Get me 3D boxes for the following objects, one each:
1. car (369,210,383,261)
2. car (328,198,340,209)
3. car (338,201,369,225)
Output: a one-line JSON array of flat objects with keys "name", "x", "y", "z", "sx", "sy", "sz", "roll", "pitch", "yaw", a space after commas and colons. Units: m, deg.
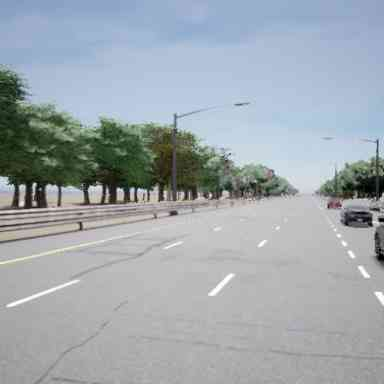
[{"name": "car", "x": 6.795, "y": 1.323, "z": 9.456, "sx": 2.150, "sy": 2.045, "sz": 5.566, "roll": 1, "pitch": 0, "yaw": 20}, {"name": "car", "x": 23.176, "y": 1.780, "z": 53.890, "sx": 2.097, "sy": 1.767, "sz": 4.553, "roll": 1, "pitch": 0, "yaw": 24}, {"name": "car", "x": 12.586, "y": 1.724, "z": 25.545, "sx": 1.837, "sy": 1.490, "sz": 4.892, "roll": 0, "pitch": 0, "yaw": 20}]
